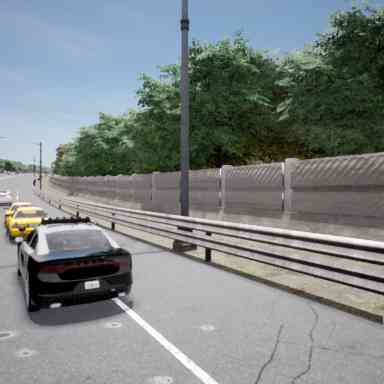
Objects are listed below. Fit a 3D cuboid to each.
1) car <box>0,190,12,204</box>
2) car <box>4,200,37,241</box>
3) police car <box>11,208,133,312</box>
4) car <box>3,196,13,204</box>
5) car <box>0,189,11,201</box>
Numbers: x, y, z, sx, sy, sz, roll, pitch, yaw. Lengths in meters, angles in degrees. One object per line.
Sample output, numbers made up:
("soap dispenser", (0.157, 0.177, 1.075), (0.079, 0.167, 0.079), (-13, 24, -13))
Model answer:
("car", (-22.918, 0.858, 40.474), (1.812, 1.442, 4.674), (0, 2, -29))
("car", (-8.149, 1.405, 16.610), (1.801, 1.575, 5.366), (0, 0, -30))
("police car", (-3.073, 1.418, 8.036), (1.930, 1.638, 5.238), (0, 0, -31))
("car", (-11.135, 1.337, 21.733), (1.801, 1.575, 5.366), (0, 1, -30))
("car", (-28.702, 0.394, 50.850), (1.882, 1.535, 5.008), (0, 2, -28))
